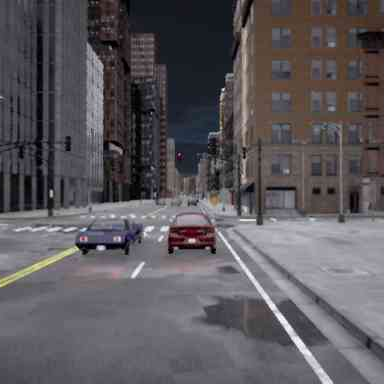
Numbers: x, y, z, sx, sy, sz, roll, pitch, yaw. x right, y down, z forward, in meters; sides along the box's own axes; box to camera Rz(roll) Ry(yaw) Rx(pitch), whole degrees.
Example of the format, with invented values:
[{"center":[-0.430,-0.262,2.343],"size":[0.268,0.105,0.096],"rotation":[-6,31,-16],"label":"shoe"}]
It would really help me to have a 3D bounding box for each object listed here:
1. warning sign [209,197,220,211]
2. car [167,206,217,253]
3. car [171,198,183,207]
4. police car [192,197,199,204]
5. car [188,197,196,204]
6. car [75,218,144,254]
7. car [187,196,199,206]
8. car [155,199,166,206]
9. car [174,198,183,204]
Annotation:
[{"center":[2.859,1.522,42.338],"size":[1.300,1.860,1.060],"rotation":[0,0,0],"label":"warning sign"},{"center":[0.006,1.616,14.480],"size":[1.882,1.535,5.008],"rotation":[0,0,0],"label":"car"},{"center":[-3.240,2.195,66.607],"size":[2.033,1.411,5.357],"rotation":[0,-1,0],"label":"car"},{"center":[0.987,2.339,92.447],"size":[1.930,1.638,5.238],"rotation":[0,-1,0],"label":"police car"},{"center":[0.011,2.096,81.905],"size":[1.882,1.535,5.008],"rotation":[0,-1,0],"label":"car"},{"center":[-3.247,1.735,14.107],"size":[1.895,1.301,4.718],"rotation":[0,-1,0],"label":"car"},{"center":[0.012,2.159,66.910],"size":[1.837,1.490,4.892],"rotation":[0,0,0],"label":"car"},{"center":[-6.491,2.170,68.834],"size":[1.837,1.490,4.892],"rotation":[0,0,0],"label":"car"},{"center":[-3.239,2.202,82.736],"size":[2.033,1.411,5.357],"rotation":[0,-1,0],"label":"car"}]
